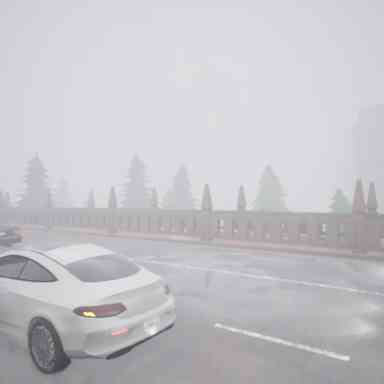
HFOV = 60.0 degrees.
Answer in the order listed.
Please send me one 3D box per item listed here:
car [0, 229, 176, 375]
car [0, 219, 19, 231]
[{"bbox_3d":[-2.406,1.583,5.618,4.674,1.442,1.812,-1,-1,35],"label":"car"},{"bbox_3d":[-9.799,1.805,15.019,5.357,1.411,2.033,-1,-1,35],"label":"car"}]
